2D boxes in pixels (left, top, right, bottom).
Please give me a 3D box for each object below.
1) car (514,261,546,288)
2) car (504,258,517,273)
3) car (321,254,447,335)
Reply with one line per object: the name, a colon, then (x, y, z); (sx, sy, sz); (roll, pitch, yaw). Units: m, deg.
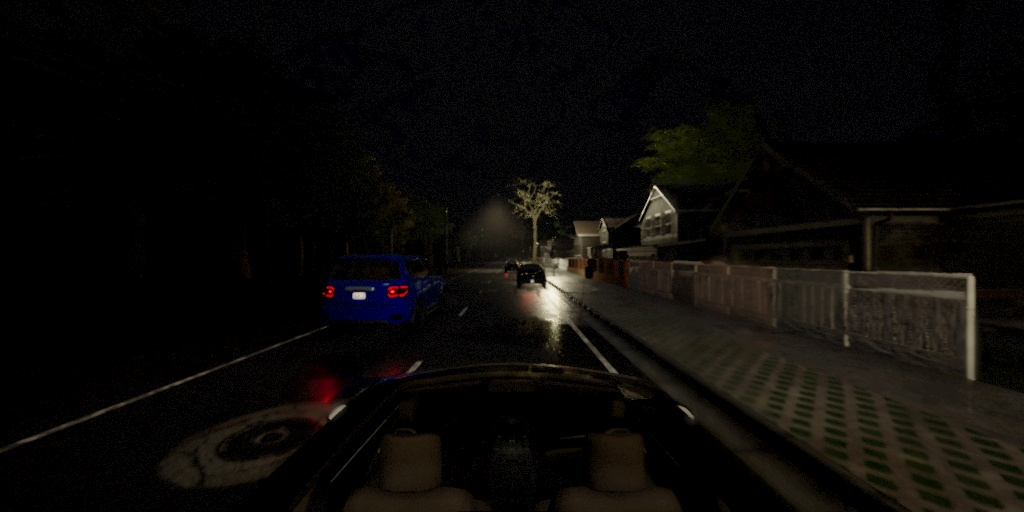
car: (1.225, 1.269, 23.966); (1.837, 1.490, 4.892); (0, 0, 0)
car: (0.027, 1.316, 45.150); (1.812, 1.442, 4.674); (0, 0, 1)
car: (-3.399, 0.975, 10.654); (2.150, 2.045, 5.566); (0, 0, 0)
